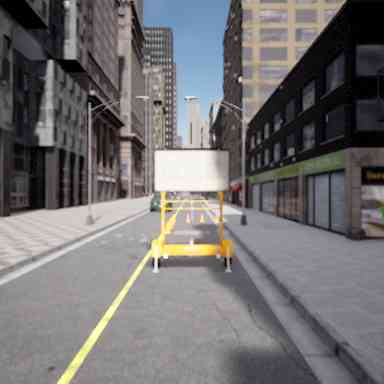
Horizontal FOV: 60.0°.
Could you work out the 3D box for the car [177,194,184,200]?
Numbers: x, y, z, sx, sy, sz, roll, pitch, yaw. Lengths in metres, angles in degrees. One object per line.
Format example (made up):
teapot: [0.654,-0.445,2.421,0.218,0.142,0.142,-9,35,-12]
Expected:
car: [-3.002,1.153,76.044,1.812,1.442,4.674,0,0,0]

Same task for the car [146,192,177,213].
car: [-3.095,1.036,34.847,2.150,2.045,5.566,0,0,0]

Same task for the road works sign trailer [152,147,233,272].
road works sign trailer: [0.006,0.402,10.540,2.380,3.560,2.880,0,0,0]
